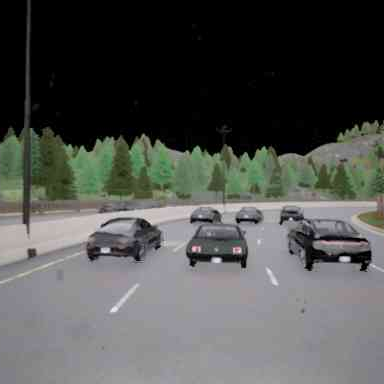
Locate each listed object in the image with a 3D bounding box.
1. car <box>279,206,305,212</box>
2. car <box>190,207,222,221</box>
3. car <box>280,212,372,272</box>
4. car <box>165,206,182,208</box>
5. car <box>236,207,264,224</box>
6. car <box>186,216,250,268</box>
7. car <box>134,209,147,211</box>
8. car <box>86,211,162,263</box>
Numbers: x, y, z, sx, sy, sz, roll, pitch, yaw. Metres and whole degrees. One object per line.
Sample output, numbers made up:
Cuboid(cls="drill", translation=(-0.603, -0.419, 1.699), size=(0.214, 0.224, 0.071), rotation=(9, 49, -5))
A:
Cuboid(cls="car", translation=(8.590, 1.942, 28.611), size=(1.837, 1.490, 4.892), rotation=(0, -1, 18))
Cuboid(cls="car", translation=(1.281, 1.948, 28.706), size=(1.994, 1.385, 4.181), rotation=(0, -1, 18))
Cuboid(cls="car", translation=(4.511, 1.677, 11.580), size=(2.128, 1.511, 4.902), rotation=(0, -1, 7))
Cuboid(cls="car", translation=(-2.220, 2.052, 39.993), size=(2.033, 1.411, 5.357), rotation=(0, -1, 23))
Cuboid(cls="car", translation=(5.039, 1.979, 28.929), size=(1.994, 1.385, 4.181), rotation=(0, -1, 18))
Cuboid(cls="car", translation=(1.016, 1.767, 12.051), size=(1.895, 1.301, 4.718), rotation=(0, -1, 7))
Cuboid(cls="car", translation=(-5.706, 1.838, 40.543), size=(2.097, 1.767, 4.553), rotation=(0, -1, 23))
Cuboid(cls="car", translation=(-2.401, 1.673, 12.618), size=(1.812, 1.442, 4.674), rotation=(0, -1, 7))
